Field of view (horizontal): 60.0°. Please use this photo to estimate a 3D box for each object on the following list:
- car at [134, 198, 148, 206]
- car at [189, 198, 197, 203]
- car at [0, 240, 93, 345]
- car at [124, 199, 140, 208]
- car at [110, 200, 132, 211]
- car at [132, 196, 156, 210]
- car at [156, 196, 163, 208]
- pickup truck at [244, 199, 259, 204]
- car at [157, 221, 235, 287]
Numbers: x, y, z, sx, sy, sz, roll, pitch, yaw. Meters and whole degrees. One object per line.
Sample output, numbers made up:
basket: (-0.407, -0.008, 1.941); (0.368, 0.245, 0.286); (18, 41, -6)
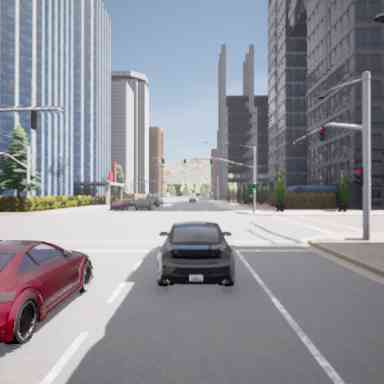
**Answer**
car: (-10.374, 2.027, 68.193); (2.128, 1.511, 4.902); (0, 0, 0)
car: (0.160, 2.196, 86.174); (1.812, 1.442, 4.674); (0, 0, 0)
car: (-3.418, 1.616, 6.459); (1.994, 1.385, 4.181); (0, 0, 1)
car: (-10.466, 2.016, 58.032); (1.994, 1.385, 4.181); (0, 0, 0)
car: (-10.495, 1.852, 48.049); (1.882, 1.535, 5.008); (0, 0, 0)
car: (-6.993, 1.733, 48.852); (2.097, 1.767, 4.553); (0, 0, 0)
car: (-6.962, 1.679, 58.693); (2.150, 2.045, 5.566); (0, 0, 1)
pickup truck: (13.255, 1.621, 71.931); (2.390, 2.098, 6.274); (0, -1, 31)
car: (0.103, 1.582, 9.505); (1.837, 1.490, 4.892); (0, 0, 0)
